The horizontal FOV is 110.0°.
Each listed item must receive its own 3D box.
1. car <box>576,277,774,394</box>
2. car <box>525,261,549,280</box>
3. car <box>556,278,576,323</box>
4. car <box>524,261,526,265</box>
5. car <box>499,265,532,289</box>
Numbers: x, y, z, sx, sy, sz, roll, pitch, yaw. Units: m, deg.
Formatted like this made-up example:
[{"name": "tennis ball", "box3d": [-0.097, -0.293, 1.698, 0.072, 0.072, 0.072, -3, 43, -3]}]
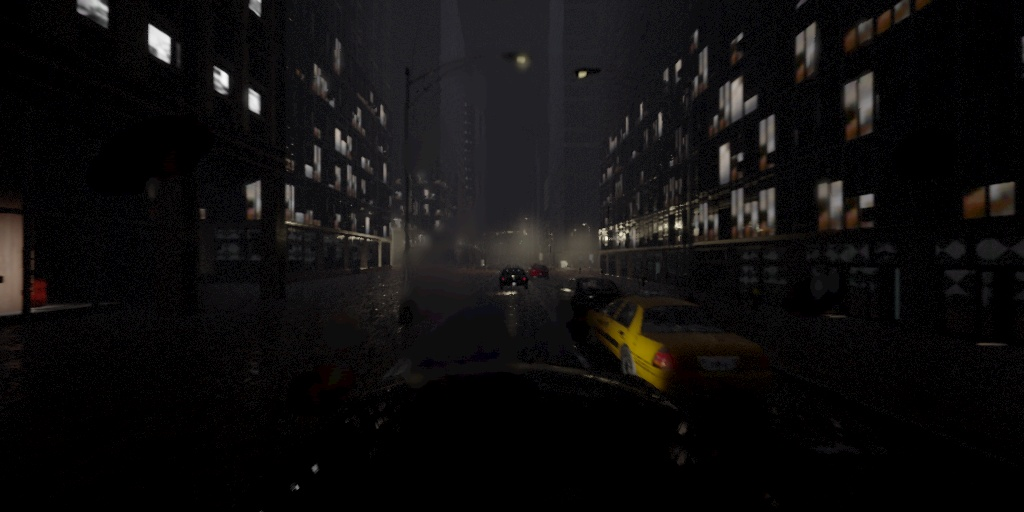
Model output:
[{"name": "car", "box3d": [2.567, 1.303, 6.753, 1.751, 1.417, 4.829, 0, 0, 0]}, {"name": "car", "box3d": [2.575, 1.477, 34.339, 1.888, 1.381, 4.507, 0, 0, 0]}, {"name": "car", "box3d": [2.568, 1.360, 12.134, 2.007, 1.370, 4.403, 0, 0, 0]}, {"name": "car", "box3d": [2.577, 1.487, 40.061, 1.751, 1.417, 4.829, 0, 0, 0]}, {"name": "car", "box3d": [0.115, 1.480, 24.550, 1.895, 1.301, 4.718, 0, 0, 0]}]
